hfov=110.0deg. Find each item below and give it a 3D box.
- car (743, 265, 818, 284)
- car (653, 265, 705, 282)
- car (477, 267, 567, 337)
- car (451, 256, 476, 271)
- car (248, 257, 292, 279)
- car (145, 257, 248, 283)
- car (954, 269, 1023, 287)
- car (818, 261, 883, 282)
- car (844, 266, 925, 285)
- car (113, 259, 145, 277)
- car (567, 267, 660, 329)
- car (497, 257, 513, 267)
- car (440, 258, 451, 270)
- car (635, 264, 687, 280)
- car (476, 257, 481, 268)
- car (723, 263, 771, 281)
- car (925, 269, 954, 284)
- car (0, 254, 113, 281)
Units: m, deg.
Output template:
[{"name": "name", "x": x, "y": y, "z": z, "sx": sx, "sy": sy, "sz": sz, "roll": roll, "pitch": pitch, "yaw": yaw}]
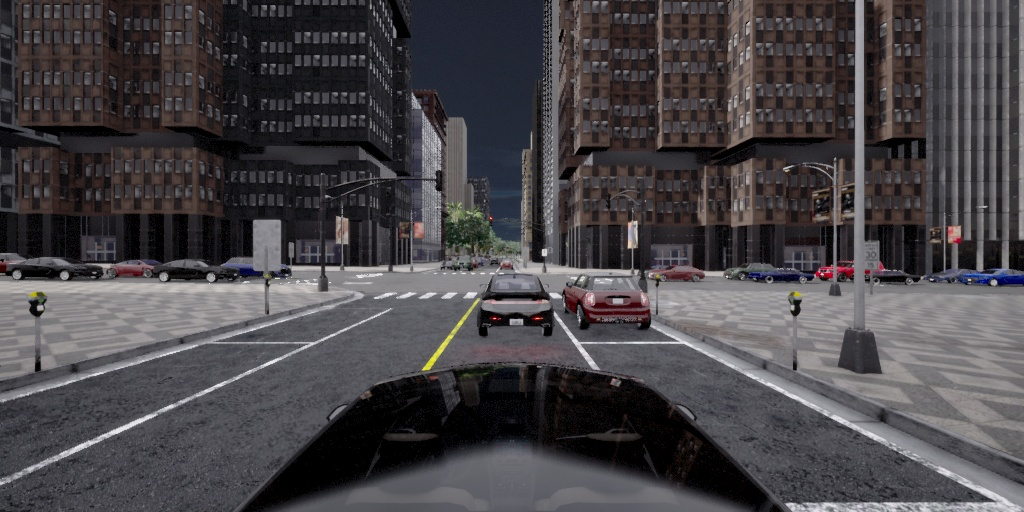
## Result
[{"name": "car", "x": 23.454, "y": 1.714, "z": 31.425, "sx": 4.718, "sy": 1.301, "sz": 1.895, "roll": 1, "pitch": 0, "yaw": -1}, {"name": "car", "x": 14.350, "y": 1.507, "z": 31.341, "sx": 4.674, "sy": 1.442, "sz": 1.812, "roll": 1, "pitch": 0, "yaw": -1}, {"name": "car", "x": 0.075, "y": 1.241, "z": 10.322, "sx": 2.128, "sy": 1.511, "sz": 4.902, "roll": 0, "pitch": 0, "yaw": -1}, {"name": "car", "x": -6.593, "y": 0.974, "z": 49.408, "sx": 2.150, "sy": 2.045, "sz": 5.566, "roll": 0, "pitch": 0, "yaw": 0}, {"name": "car", "x": -19.566, "y": 0.856, "z": 27.588, "sx": 4.553, "sy": 1.767, "sz": 2.097, "roll": 1, "pitch": 0, "yaw": 0}, {"name": "car", "x": -21.275, "y": 0.961, "z": 24.323, "sx": 5.008, "sy": 1.535, "sz": 1.882, "roll": 1, "pitch": 0, "yaw": -1}, {"name": "car", "x": 42.782, "y": 1.874, "z": 31.551, "sx": 5.008, "sy": 1.535, "sz": 1.882, "roll": 1, "pitch": 0, "yaw": 0}, {"name": "car", "x": 32.806, "y": 1.467, "z": 34.749, "sx": 5.566, "sy": 2.045, "sz": 2.150, "roll": 1, "pitch": 0, "yaw": -1}, {"name": "car", "x": 32.608, "y": 1.848, "z": 31.500, "sx": 4.718, "sy": 1.301, "sz": 1.895, "roll": 1, "pitch": 0, "yaw": -1}, {"name": "car", "x": -28.209, "y": 0.946, "z": 27.506, "sx": 4.181, "sy": 1.385, "sz": 1.994, "roll": 1, "pitch": 0, "yaw": -1}, {"name": "car", "x": 2.733, "y": 1.190, "z": 11.208, "sx": 1.967, "sy": 1.591, "sz": 4.097, "roll": 0, "pitch": 0, "yaw": 0}, {"name": "car", "x": -0.765, "y": 1.198, "z": 52.589, "sx": 1.967, "sy": 1.591, "sz": 4.097, "roll": 0, "pitch": 0, "yaw": -1}, {"name": "car", "x": -9.290, "y": 1.324, "z": 52.510, "sx": 1.948, "sy": 1.339, "sz": 4.313, "roll": 0, "pitch": 0, "yaw": -1}, {"name": "car", "x": 14.338, "y": 1.542, "z": 34.593, "sx": 4.181, "sy": 1.385, "sz": 1.994, "roll": 1, "pitch": 0, "yaw": -1}, {"name": "car", "x": -6.675, "y": 1.251, "z": 59.399, "sx": 1.882, "sy": 1.535, "sz": 5.008, "roll": 0, "pitch": 0, "yaw": 0}, {"name": "car", "x": 23.042, "y": 1.456, "z": 34.670, "sx": 4.553, "sy": 1.767, "sz": 2.097, "roll": 1, "pitch": 0, "yaw": -1}, {"name": "car", "x": 43.439, "y": 1.950, "z": 34.802, "sx": 5.357, "sy": 1.411, "sz": 2.033, "roll": 1, "pitch": 0, "yaw": 0}, {"name": "car", "x": -30.742, "y": 0.827, "z": 24.240, "sx": 5.008, "sy": 1.535, "sz": 1.882, "roll": 1, "pitch": 0, "yaw": 0}]
